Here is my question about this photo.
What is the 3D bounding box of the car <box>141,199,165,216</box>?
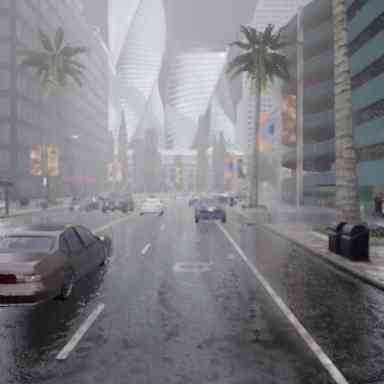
[{"bbox_3d":[-3.413,1.303,29.583,1.812,1.442,4.674,0,0,0],"label":"car"}]

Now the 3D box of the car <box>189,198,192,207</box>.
[{"bbox_3d":[0.894,1.194,44.323,1.812,1.442,4.674,0,0,14],"label":"car"}]

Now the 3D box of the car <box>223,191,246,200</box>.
[{"bbox_3d":[9.355,0.965,69.985,4.892,1.490,1.837,0,1,-39],"label":"car"}]

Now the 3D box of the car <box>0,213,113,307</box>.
[{"bbox_3d":[-3.400,1.486,8.081,2.033,1.411,5.357,0,0,0],"label":"car"}]

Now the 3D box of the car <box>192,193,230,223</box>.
[{"bbox_3d":[1.225,1.172,23.777,2.097,1.767,4.553,0,0,0],"label":"car"}]

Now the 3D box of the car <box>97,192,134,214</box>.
[{"bbox_3d":[-7.045,0.981,32.066,2.150,2.045,5.566,0,0,1],"label":"car"}]

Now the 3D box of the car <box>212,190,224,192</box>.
[{"bbox_3d":[5.328,0.688,71.226,5.566,2.045,2.150,0,1,-43],"label":"car"}]

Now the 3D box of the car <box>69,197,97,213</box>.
[{"bbox_3d":[-10.485,1.245,32.747,2.128,1.511,4.902,0,0,1],"label":"car"}]

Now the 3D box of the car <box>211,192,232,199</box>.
[{"bbox_3d":[4.334,1.159,54.064,1.994,1.385,4.181,0,1,33],"label":"car"}]
